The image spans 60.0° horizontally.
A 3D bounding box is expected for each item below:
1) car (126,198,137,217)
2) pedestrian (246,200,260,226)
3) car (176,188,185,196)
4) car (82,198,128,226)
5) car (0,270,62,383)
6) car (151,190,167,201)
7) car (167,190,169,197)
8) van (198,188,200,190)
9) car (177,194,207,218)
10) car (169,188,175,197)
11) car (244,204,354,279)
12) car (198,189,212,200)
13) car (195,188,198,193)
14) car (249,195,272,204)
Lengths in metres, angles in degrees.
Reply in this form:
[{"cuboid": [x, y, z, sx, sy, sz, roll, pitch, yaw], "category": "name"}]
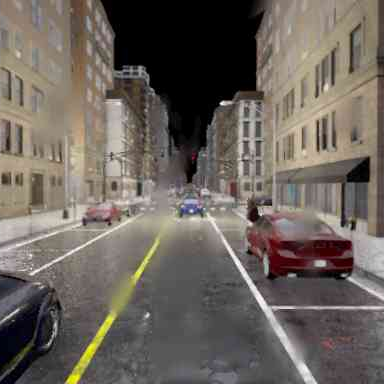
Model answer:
[{"cuboid": [-5.439, 1.159, 26.239, 2.008, 1.369, 4.403, 0, 1, 0], "category": "car"}, {"cuboid": [2.246, 1.107, 12.482, 0.375, 1.860, 0.375, 0, 1, -10], "category": "pedestrian"}, {"cuboid": [-2.914, 0.284, 82.523, 2.033, 1.411, 5.357, 0, 1, 0], "category": "car"}, {"cuboid": [-5.428, 1.275, 20.559, 1.802, 1.307, 4.206, 0, 1, 0], "category": "car"}, {"cuboid": [-2.857, 1.516, 3.099, 1.994, 1.385, 4.181, 0, 1, 0], "category": "car"}, {"cuboid": [-5.495, 0.755, 53.112, 2.008, 1.369, 4.403, 0, 1, 0], "category": "car"}, {"cuboid": [-5.510, 0.650, 58.347, 1.752, 1.417, 4.829, 0, 1, 0], "category": "car"}, {"cuboid": [2.515, 0.382, 63.937, 1.690, 1.788, 3.998, 0, 1, 0], "category": "van"}, {"cuboid": [-0.033, 1.142, 25.702, 1.812, 1.442, 4.674, 0, 1, 0], "category": "car"}, {"cuboid": [-5.557, 0.319, 74.733, 1.967, 1.590, 4.097, 0, 1, 0], "category": "car"}, {"cuboid": [2.731, 1.335, 9.567, 1.882, 1.535, 5.008, 0, 1, 0], "category": "car"}, {"cuboid": [2.524, 0.673, 58.534, 2.008, 1.369, 4.403, 0, 1, 0], "category": "car"}, {"cuboid": [2.487, 0.113, 80.153, 2.192, 1.841, 5.009, 0, 1, 0], "category": "car"}, {"cuboid": [9.160, 1.027, 38.506, 5.357, 1.411, 2.033, 0, 1, -3], "category": "car"}]
